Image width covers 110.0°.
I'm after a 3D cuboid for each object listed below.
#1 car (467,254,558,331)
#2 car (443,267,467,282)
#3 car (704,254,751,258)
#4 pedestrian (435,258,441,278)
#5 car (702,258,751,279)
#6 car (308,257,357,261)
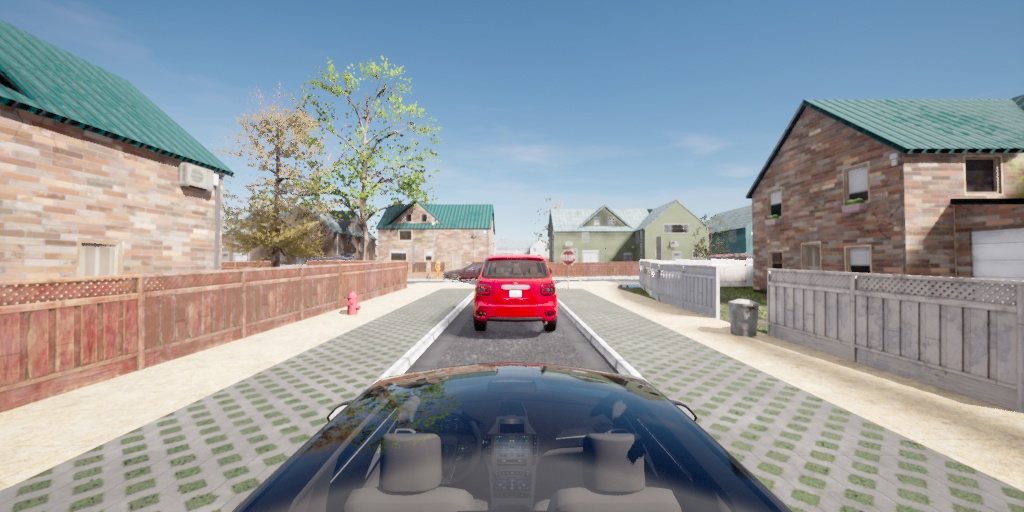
[{"bbox_3d":[0.091,0.973,11.069,2.150,2.045,5.566,0,0,0],"label":"car"},{"bbox_3d":[-2.890,1.408,29.679,5.357,1.411,2.033,0,-1,1],"label":"car"},{"bbox_3d":[16.845,0.908,29.448,5.566,2.045,2.150,0,-1,1],"label":"car"},{"bbox_3d":[-6.731,1.112,32.650,0.375,1.860,0.375,0,-1,1],"label":"pedestrian"},{"bbox_3d":[15.959,1.125,26.503,4.892,1.490,1.837,0,-1,1],"label":"car"},{"bbox_3d":[-12.606,1.107,26.861,5.566,2.045,2.150,-1,-1,1],"label":"car"}]
